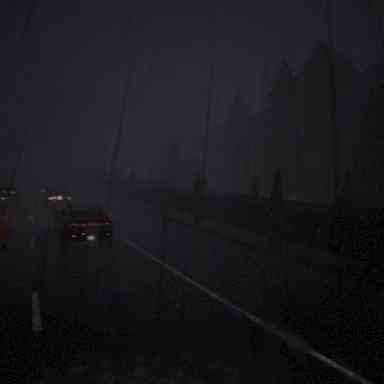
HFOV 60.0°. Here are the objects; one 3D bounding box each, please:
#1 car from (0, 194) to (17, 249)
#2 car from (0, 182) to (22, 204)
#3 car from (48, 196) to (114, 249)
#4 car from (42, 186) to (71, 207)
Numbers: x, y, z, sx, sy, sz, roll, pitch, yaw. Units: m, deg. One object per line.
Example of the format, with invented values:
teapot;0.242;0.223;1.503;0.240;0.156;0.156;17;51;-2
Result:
car;-7.903;1.127;12.531;1.882;1.535;5.008;0;3;-26
car;-14.094;0.014;25.242;2.128;1.511;4.902;0;5;-26
car;-4.437;1.204;13.391;2.128;1.511;4.902;0;3;-26
car;-10.253;0.241;25.316;2.033;1.411;5.357;0;5;-26
